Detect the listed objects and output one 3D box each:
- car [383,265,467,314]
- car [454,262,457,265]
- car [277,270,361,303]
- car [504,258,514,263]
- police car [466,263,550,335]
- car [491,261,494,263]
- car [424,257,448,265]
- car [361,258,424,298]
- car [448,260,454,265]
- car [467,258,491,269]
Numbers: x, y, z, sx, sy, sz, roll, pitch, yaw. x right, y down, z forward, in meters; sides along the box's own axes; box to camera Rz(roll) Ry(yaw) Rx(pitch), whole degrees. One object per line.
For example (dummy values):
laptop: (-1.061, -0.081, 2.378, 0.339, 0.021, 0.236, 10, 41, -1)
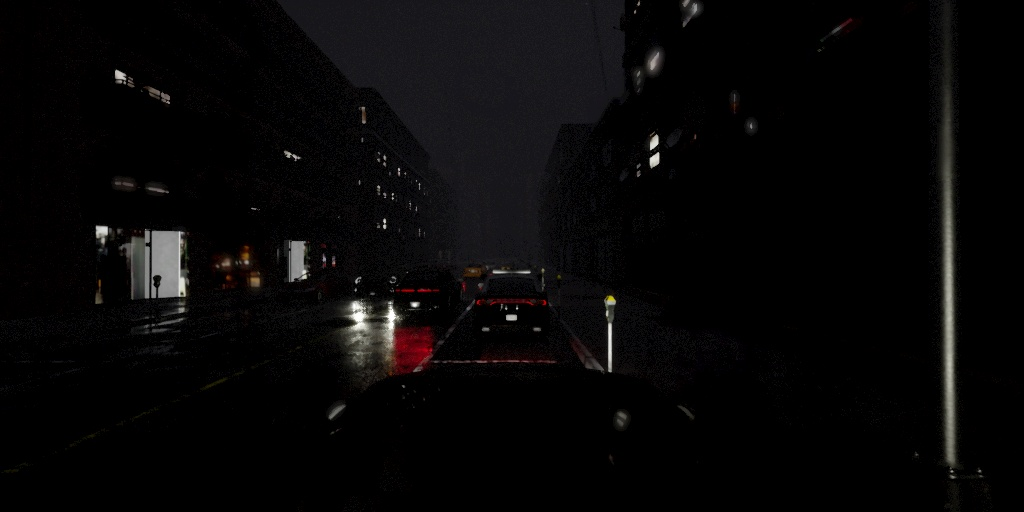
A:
car: (-3.045, 1.256, 13.676, 1.837, 1.490, 4.892, 0, 0, 0)
car: (-8.837, 1.293, 50.280, 1.888, 1.381, 4.507, 0, 0, 0)
car: (-8.837, 1.333, 16.462, 1.802, 1.307, 4.207, 0, 0, 0)
car: (-0.456, 1.275, 39.173, 1.751, 1.417, 4.829, 0, 0, 0)
police car: (-0.011, 1.175, 10.609, 1.930, 1.638, 5.238, 0, 0, 0)
car: (-3.043, 1.349, 46.907, 1.895, 1.301, 4.718, 0, 0, 0)
car: (-8.837, 1.064, 39.007, 2.192, 1.841, 5.009, 0, 0, 0)
car: (-6.246, 1.103, 18.296, 2.097, 1.767, 4.553, 0, 0, 0)
car: (-8.837, 1.188, 44.643, 1.967, 1.591, 4.097, 0, 0, 0)
car: (-3.145, 1.206, 31.349, 1.801, 1.575, 5.366, 0, 0, 0)
